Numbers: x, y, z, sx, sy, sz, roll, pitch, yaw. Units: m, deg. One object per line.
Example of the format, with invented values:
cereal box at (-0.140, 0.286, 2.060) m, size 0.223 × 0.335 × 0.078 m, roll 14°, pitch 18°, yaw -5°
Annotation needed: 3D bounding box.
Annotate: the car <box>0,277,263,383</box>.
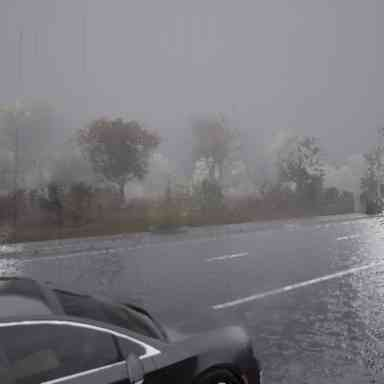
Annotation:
car at (-1.537, 1.502, 2.649) m, size 4.892 × 1.490 × 1.837 m, roll 0°, pitch 0°, yaw -36°
